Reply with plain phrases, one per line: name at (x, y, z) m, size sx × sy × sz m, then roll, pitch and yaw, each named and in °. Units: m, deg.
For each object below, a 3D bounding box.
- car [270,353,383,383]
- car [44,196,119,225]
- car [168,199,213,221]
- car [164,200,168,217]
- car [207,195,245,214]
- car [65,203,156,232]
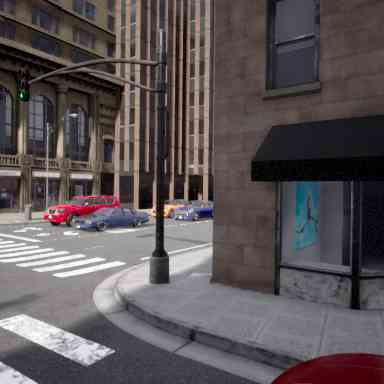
car at (2.380, 1.545, 1.275) m, size 4.507 × 1.381 × 1.887 m, roll 0°, pitch 1°, yaw 35°
car at (-7.568, 1.289, 23.761) m, size 2.150 × 2.045 × 5.566 m, roll 1°, pitch 0°, yaw 35°
car at (0.335, 1.544, 29.367) m, size 2.097 × 1.767 × 4.553 m, roll 1°, pitch 0°, yaw 35°
car at (-1.862, 1.504, 31.896) m, size 2.097 × 1.767 × 4.553 m, roll 1°, pitch 0°, yaw 35°
car at (4.227, 1.465, 40.562) m, size 2.150 × 2.045 × 5.566 m, roll 1°, pitch 0°, yaw 35°
car at (-5.105, 1.658, 21.620) m, size 2.033 × 1.411 × 5.357 m, roll 1°, pitch 0°, yaw 35°
